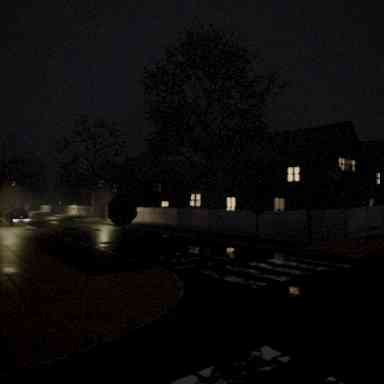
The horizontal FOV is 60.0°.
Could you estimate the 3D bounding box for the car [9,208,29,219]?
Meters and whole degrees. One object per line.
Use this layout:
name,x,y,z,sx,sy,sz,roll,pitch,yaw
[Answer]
car,-22.990,2.801,44.043,2.033,1.411,5.357,1,-2,-36
